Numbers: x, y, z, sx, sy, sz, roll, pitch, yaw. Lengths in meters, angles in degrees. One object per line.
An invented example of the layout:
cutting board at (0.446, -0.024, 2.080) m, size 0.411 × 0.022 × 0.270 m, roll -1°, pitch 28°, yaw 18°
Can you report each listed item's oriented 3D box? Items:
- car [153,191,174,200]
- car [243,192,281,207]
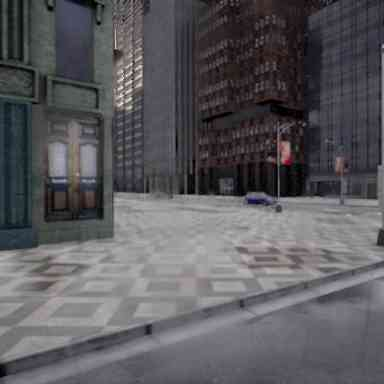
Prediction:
car at (-5.010, 0.632, 57.291) m, size 1.837 × 1.490 × 4.892 m, roll 0°, pitch 0°, yaw -35°
car at (8.089, 0.765, 38.562) m, size 2.097 × 1.767 × 4.553 m, roll 0°, pitch 1°, yaw -35°
